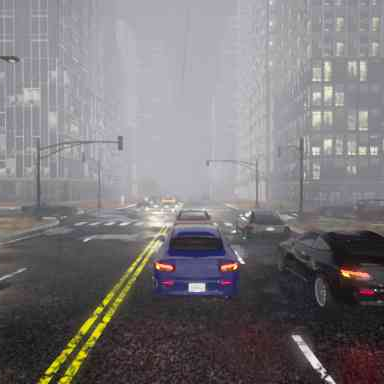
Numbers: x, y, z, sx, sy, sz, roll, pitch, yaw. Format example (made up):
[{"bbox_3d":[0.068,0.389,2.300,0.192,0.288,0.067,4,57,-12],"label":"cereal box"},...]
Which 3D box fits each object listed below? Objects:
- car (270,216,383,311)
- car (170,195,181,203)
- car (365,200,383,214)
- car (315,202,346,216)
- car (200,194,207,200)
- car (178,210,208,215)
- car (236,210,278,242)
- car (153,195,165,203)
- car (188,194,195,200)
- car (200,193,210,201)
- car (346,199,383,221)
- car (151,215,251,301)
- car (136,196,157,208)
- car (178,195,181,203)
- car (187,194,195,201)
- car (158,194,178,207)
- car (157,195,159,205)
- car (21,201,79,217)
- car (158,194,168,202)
[{"bbox_3d":[3.336,1.522,7.621,1.812,1.442,4.674,0,0,0],"label":"car"},{"bbox_3d":[-3.398,1.415,69.151,1.882,1.535,5.008,0,0,0],"label":"car"},{"bbox_3d":[21.734,1.641,36.240,4.829,1.417,1.752,1,0,1],"label":"car"},{"bbox_3d":[15.030,1.701,33.730,4.718,1.301,1.895,0,1,1],"label":"car"},{"bbox_3d":[3.060,1.334,89.151,1.895,1.301,4.718,0,0,0],"label":"car"},{"bbox_3d":[0.066,1.591,17.350,1.895,1.301,4.718,0,0,0],"label":"car"},{"bbox_3d":[3.320,1.554,16.190,1.994,1.385,4.181,0,0,-1],"label":"car"},{"bbox_3d":[-6.667,1.445,66.937,1.837,1.490,4.892,0,0,0],"label":"car"},{"bbox_3d":[-0.190,1.263,89.114,1.812,1.442,4.674,0,0,0],"label":"car"},{"bbox_3d":[3.083,1.140,78.733,2.150,2.045,5.566,0,0,0],"label":"car"},{"bbox_3d":[16.143,1.518,27.942,5.009,1.841,2.192,1,0,1],"label":"car"},{"bbox_3d":[0.084,1.521,8.184,1.812,1.442,4.674,0,0,0],"label":"car"},{"bbox_3d":[-6.700,1.511,47.844,2.033,1.411,5.357,0,0,0],"label":"car"},{"bbox_3d":[-3.453,1.552,58.624,1.895,1.301,4.718,0,0,0],"label":"car"},{"bbox_3d":[-0.169,1.510,79.142,1.895,1.301,4.718,0,0,0],"label":"car"},{"bbox_3d":[-3.448,1.440,49.245,1.882,1.535,5.008,0,0,0],"label":"car"},{"bbox_3d":[-6.703,1.457,57.583,1.837,1.490,4.892,0,0,0],"label":"car"},{"bbox_3d":[-12.903,1.512,30.413,4.718,1.301,1.895,1,1,8],"label":"car"},{"bbox_3d":[-6.665,1.281,76.862,2.097,1.767,4.553,0,0,0],"label":"car"}]
